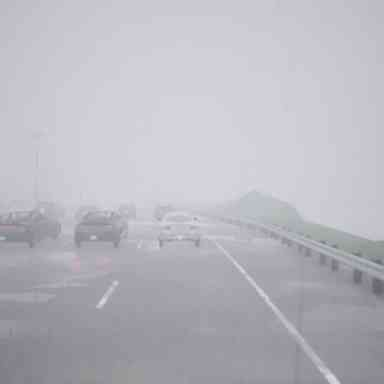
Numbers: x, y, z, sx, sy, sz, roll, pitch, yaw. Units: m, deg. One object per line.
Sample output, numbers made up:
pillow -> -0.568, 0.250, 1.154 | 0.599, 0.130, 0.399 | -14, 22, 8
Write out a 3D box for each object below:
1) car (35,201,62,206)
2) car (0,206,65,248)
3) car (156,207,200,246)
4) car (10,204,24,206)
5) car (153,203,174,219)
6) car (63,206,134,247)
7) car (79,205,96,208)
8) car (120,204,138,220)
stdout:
car -> -13.032, 1.640, 30.322 | 2.097, 1.767, 4.553 | 0, -1, -10
car -> -7.652, 1.642, 15.508 | 2.128, 1.511, 4.902 | 0, 0, -5
car -> -0.681, 1.679, 16.149 | 1.812, 1.442, 4.674 | 0, 0, -5
car -> -32.344, 2.141, 61.645 | 1.994, 1.385, 4.181 | 0, -1, -20
car -> -2.710, 1.798, 32.247 | 2.128, 1.511, 4.902 | 0, 0, -10
car -> -4.162, 1.643, 15.781 | 2.128, 1.511, 4.902 | 0, 0, -5
car -> -9.613, 1.861, 31.080 | 1.994, 1.385, 4.181 | 0, -1, -9
car -> -6.111, 1.846, 31.376 | 2.033, 1.411, 5.357 | 0, -1, -9
